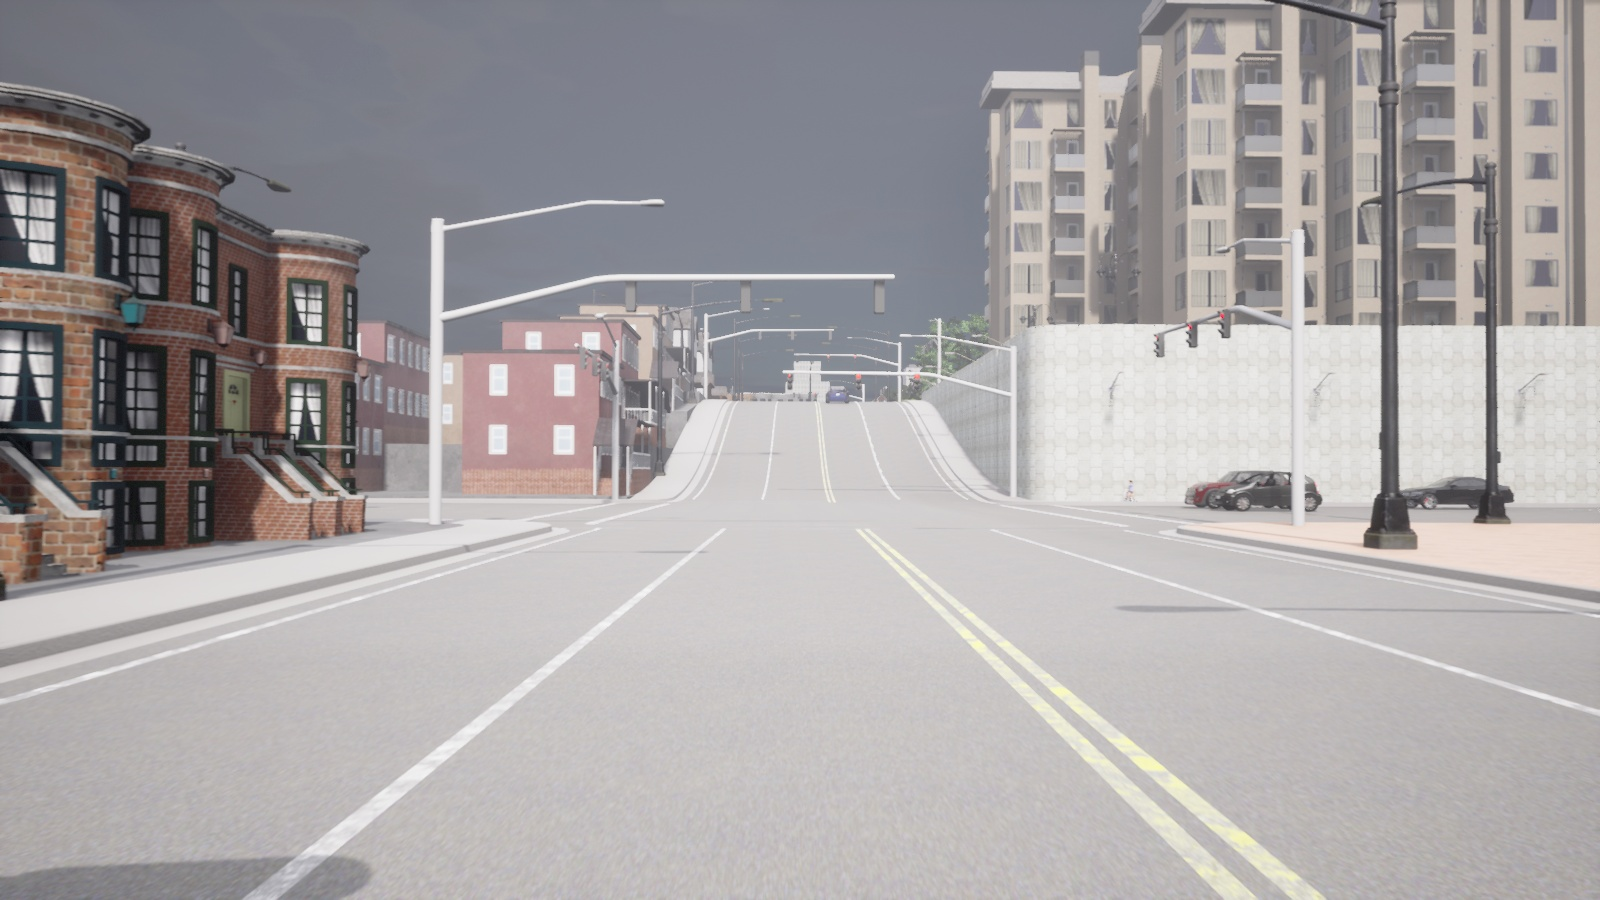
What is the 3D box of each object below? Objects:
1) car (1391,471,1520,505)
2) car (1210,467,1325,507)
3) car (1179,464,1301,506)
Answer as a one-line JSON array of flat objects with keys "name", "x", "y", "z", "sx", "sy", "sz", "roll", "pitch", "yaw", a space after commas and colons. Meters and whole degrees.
[{"name": "car", "x": 28.545, "y": 1.643, "z": 54.750, "sx": 4.674, "sy": 1.442, "sz": 1.812, "roll": 0, "pitch": -1, "yaw": 0}, {"name": "car", "x": 19.054, "y": 1.495, "z": 51.260, "sx": 3.988, "sy": 1.617, "sz": 1.851, "roll": 0, "pitch": -1, "yaw": 0}, {"name": "car", "x": 19.135, "y": 1.513, "z": 54.760, "sx": 4.553, "sy": 1.767, "sz": 2.097, "roll": 0, "pitch": -1, "yaw": 0}]
